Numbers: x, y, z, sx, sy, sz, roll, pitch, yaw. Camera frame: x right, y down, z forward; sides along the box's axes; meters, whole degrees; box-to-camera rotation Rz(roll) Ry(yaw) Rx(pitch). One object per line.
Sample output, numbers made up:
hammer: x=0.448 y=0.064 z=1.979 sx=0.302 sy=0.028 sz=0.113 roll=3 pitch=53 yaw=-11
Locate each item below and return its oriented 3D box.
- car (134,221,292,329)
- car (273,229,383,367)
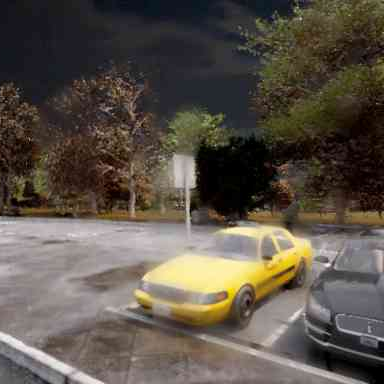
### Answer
car: x=1.090 y=1.455 z=7.268 sx=1.946 sy=1.575 sz=5.366 roll=0 pitch=0 yaw=36
car: x=3.454 y=1.462 z=5.815 sx=2.231 sy=1.521 sz=4.892 roll=0 pitch=0 yaw=36
